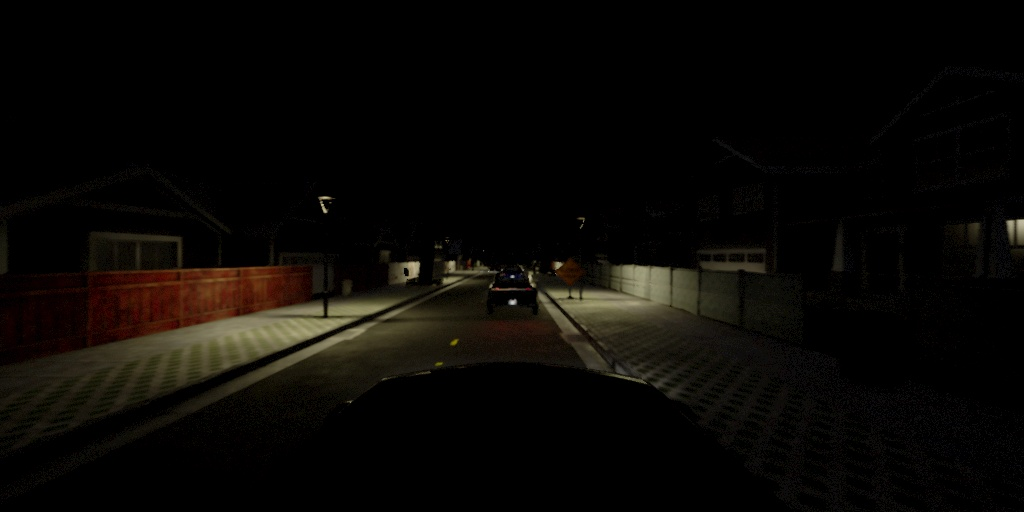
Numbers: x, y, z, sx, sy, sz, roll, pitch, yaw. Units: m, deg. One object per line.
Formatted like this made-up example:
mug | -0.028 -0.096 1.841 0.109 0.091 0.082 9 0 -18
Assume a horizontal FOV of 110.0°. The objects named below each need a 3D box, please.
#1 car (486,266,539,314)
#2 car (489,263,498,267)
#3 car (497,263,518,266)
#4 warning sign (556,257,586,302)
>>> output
car | 0.044 1.343 14.248 2.128 1.511 4.902 0 0 1
car | -2.779 1.789 59.704 2.033 1.411 5.357 0 0 1
car | 0.050 1.542 29.432 1.994 1.385 4.181 0 0 1
warning sign | 2.519 0.977 15.532 1.300 1.860 1.060 0 0 0
